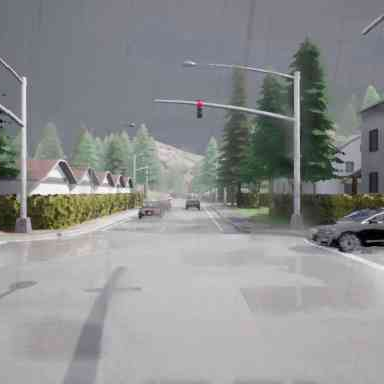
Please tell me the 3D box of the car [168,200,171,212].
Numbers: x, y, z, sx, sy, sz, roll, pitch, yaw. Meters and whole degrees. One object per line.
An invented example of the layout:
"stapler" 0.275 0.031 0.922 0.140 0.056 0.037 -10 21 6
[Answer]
"car" -3.493 1.611 39.353 1.895 1.301 4.718 0 0 0

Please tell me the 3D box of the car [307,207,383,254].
"car" 6.689 1.303 11.867 4.902 1.511 2.128 0 0 0

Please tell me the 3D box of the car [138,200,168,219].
"car" -3.494 1.572 29.358 1.994 1.385 4.181 0 0 0

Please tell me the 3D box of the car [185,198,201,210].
"car" 0.109 1.516 43.325 1.837 1.490 4.892 0 0 0
